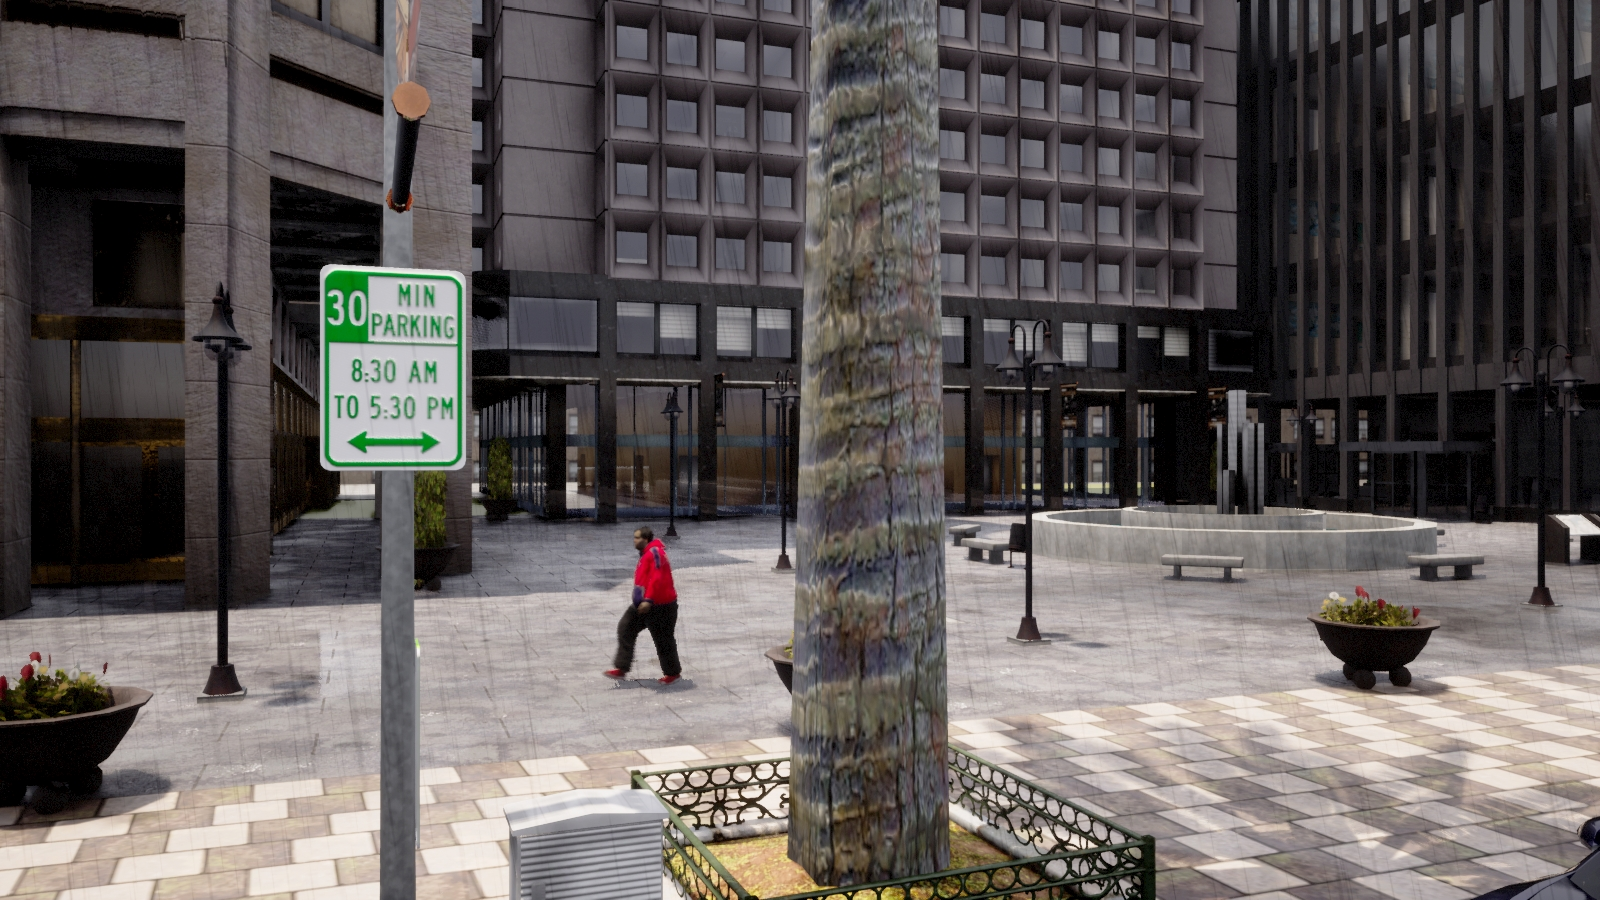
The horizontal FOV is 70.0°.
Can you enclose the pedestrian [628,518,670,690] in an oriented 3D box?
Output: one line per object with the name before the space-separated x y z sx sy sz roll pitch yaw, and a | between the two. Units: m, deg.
pedestrian | -1.697 1.708 12.798 0.375 1.860 0.375 0 0 -23
